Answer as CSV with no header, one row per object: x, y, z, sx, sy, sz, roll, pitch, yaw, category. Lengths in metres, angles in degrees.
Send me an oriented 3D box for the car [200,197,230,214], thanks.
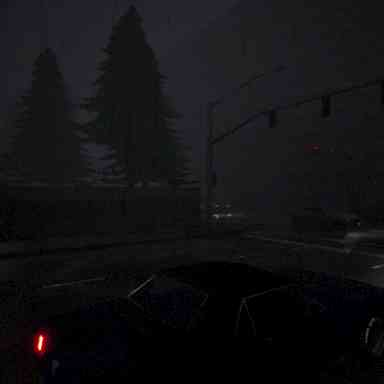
2.093,1.407,36.517,2.097,1.767,4.553,0,0,-35,car

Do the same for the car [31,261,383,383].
0.670,1.601,4.260,4.718,1.301,1.895,0,0,-35,car

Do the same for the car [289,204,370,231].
8.450,1.573,21.369,1.812,1.442,4.674,0,0,-35,car

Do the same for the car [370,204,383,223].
12.952,1.582,23.394,5.357,1.411,2.033,0,0,37,car
